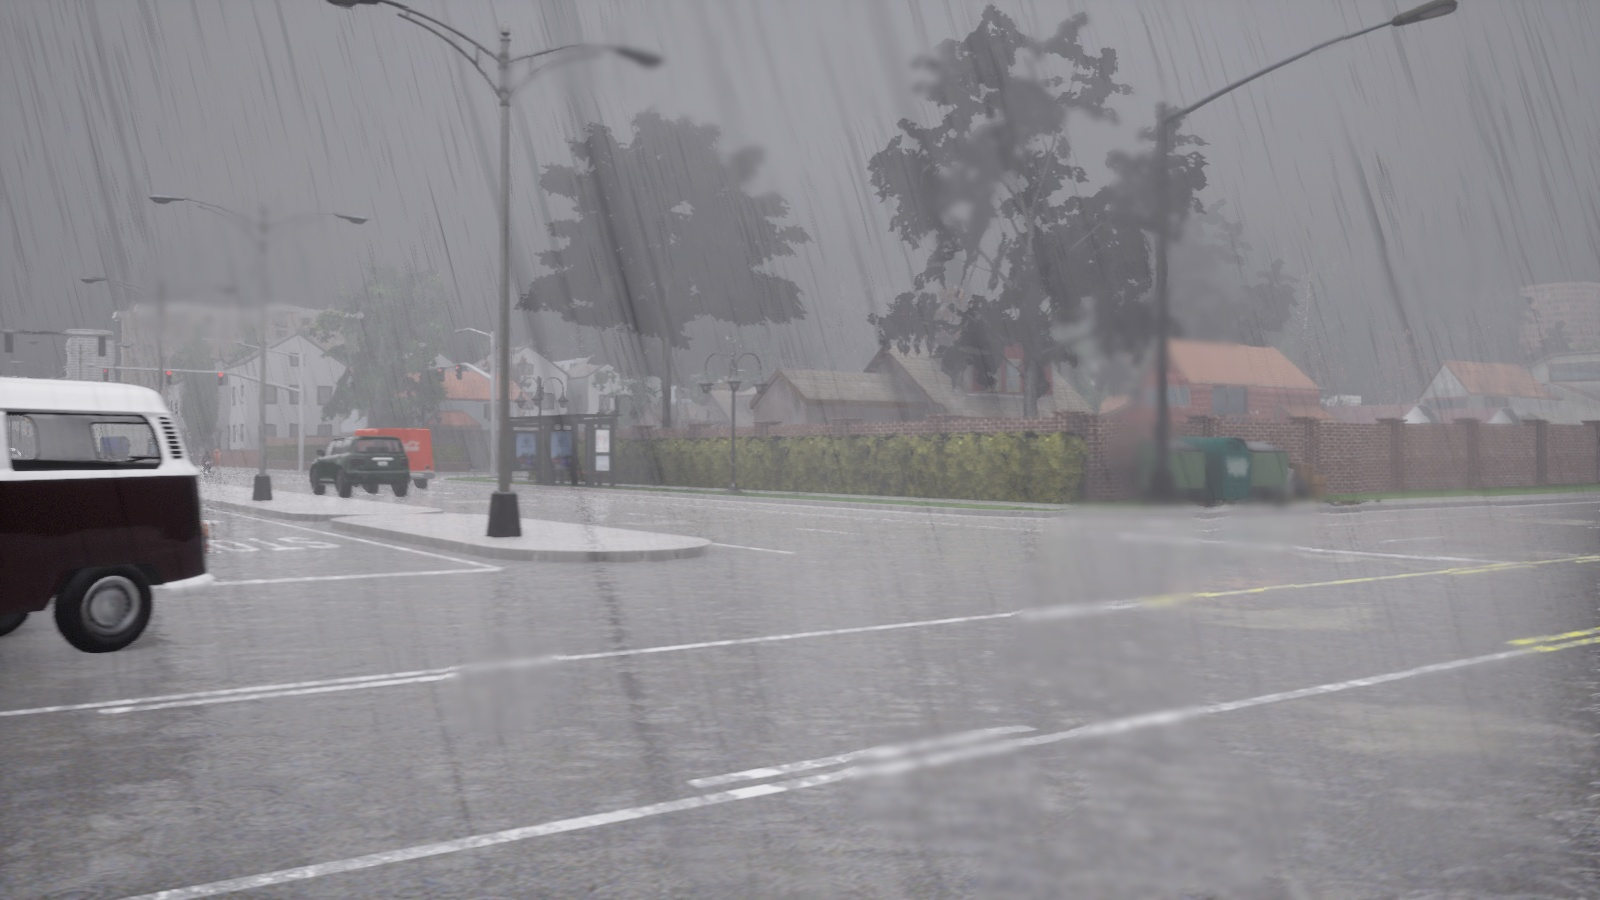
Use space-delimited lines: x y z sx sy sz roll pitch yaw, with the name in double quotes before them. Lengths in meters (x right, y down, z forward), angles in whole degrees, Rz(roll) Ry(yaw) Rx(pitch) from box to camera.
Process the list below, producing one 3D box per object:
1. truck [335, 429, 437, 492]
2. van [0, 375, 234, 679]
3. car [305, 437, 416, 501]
"truck" -17.274 0.421 52.228 2.627 2.467 5.204 0 0 -35
"van" -6.472 0.502 8.490 2.069 2.038 4.480 1 0 28
"car" -15.159 0.600 43.086 2.150 2.045 5.566 0 0 -35
